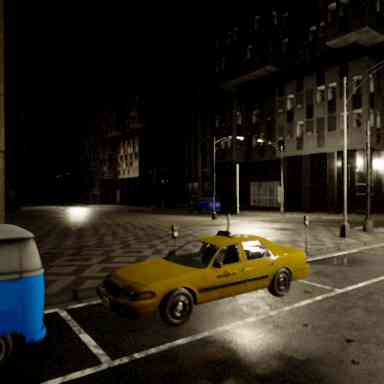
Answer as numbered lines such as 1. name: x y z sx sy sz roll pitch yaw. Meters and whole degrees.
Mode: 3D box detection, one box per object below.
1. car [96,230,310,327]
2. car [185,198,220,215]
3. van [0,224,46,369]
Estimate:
1. car: 0.487 1.523 7.014 4.829 1.417 1.752 0 0 -36
2. car: 1.371 1.736 41.340 2.150 2.045 5.566 0 -1 -36
3. van: -3.856 1.342 3.883 3.998 1.788 1.690 0 0 -36
